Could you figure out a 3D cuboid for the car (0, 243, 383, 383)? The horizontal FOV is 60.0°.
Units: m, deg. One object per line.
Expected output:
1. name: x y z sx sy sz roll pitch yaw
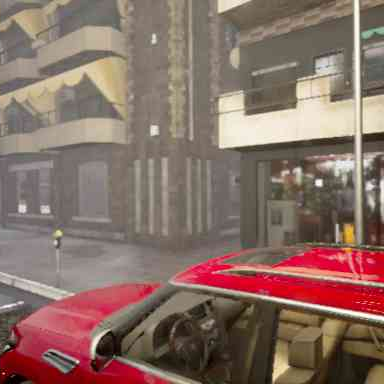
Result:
1. car: 0.682 1.314 2.250 5.009 1.841 2.192 0 -1 36
